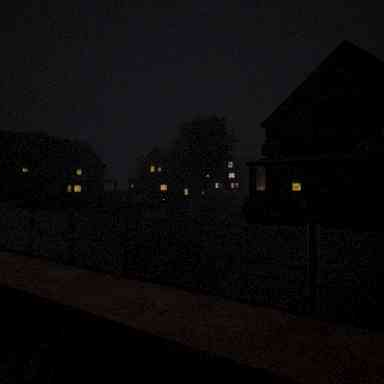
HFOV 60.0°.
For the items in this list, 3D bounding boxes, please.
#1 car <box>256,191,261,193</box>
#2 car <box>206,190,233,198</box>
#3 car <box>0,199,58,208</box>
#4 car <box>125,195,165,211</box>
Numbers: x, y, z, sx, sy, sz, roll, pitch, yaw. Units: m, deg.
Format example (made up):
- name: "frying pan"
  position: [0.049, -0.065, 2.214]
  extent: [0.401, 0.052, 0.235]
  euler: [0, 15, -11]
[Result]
- name: "car"
  position: [9.661, 0.454, 46.129]
  extent: [1.837, 1.490, 4.892]
  euler: [1, 2, 35]
- name: "car"
  position: [3.521, 0.560, 42.550]
  extent: [1.837, 1.490, 4.892]
  euler: [1, 2, 36]
- name: "car"
  position: [-11.319, 1.202, 21.770]
  extent: [2.033, 1.411, 5.357]
  euler: [1, 2, 35]
- name: "car"
  position: [-4.469, 0.942, 31.381]
  extent: [1.994, 1.385, 4.181]
  euler: [1, 2, 35]
